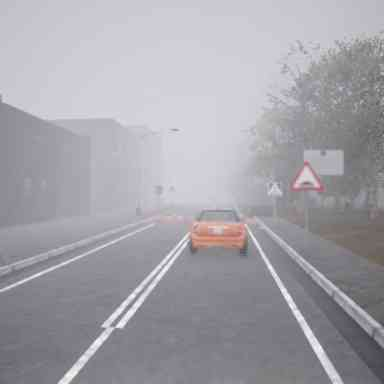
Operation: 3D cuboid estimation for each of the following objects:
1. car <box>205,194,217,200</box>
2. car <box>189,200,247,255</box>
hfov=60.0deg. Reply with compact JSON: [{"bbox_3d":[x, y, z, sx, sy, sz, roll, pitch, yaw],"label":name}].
[{"bbox_3d":[4.187,1.393,72.463,2.150,2.045,5.566,0,-1,6],"label":"car"},{"bbox_3d":[1.134,1.396,13.769,2.097,1.767,4.553,0,0,6],"label":"car"}]
